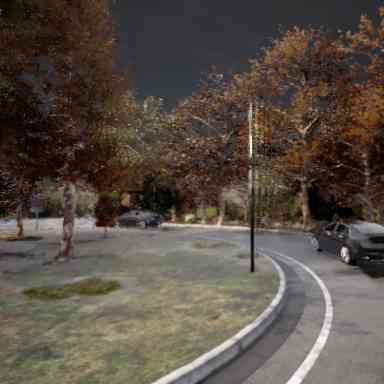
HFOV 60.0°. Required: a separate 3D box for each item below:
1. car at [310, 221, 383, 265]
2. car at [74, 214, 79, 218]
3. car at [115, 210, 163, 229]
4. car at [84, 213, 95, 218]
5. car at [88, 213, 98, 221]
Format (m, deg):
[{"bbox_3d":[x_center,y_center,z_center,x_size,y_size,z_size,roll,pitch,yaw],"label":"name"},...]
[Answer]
[{"bbox_3d":[6.452,1.930,13.515,1.837,1.490,4.892,1,-1,-1],"label":"car"},{"bbox_3d":[-27.640,5.959,77.875,2.128,1.511,4.902,0,-6,-12],"label":"car"},{"bbox_3d":[-4.775,2.339,28.548,4.892,1.490,1.837,-1,-2,31],"label":"car"},{"bbox_3d":[-24.300,5.814,78.975,2.097,1.767,4.553,0,-6,-12],"label":"car"},{"bbox_3d":[-26.894,6.830,90.834,2.150,2.045,5.566,0,-6,-11],"label":"car"}]
